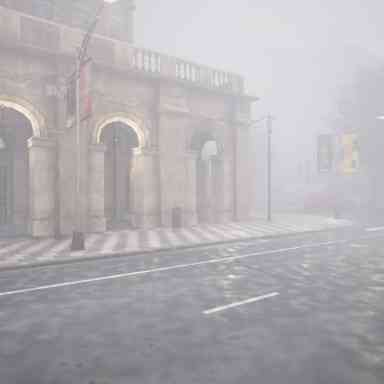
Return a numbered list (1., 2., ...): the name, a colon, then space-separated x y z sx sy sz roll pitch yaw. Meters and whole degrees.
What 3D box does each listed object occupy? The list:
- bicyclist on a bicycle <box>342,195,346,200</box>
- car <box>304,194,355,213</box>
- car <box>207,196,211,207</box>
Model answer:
1. bicyclist on a bicycle: 25.798 1.300 56.543 1.656 1.620 0.582 0 0 -36
2. car: 15.374 1.221 37.660 2.150 2.045 5.566 0 0 -36
3. car: 1.169 1.595 46.040 1.895 1.301 4.718 0 0 -36
